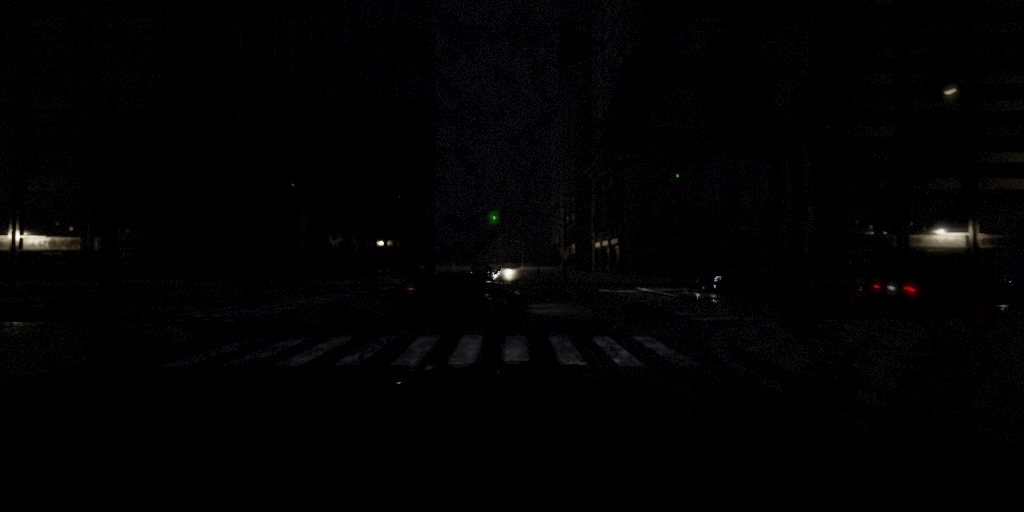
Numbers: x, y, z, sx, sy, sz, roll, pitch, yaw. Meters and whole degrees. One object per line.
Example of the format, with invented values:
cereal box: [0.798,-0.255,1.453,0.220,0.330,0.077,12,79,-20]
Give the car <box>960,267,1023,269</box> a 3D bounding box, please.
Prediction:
car: [30.175,1.370,21.061,5.008,1.535,1.882,0,-1,0]

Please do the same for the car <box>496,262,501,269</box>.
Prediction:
car: [-3.148,1.622,52.077,2.150,2.045,5.566,0,-1,0]

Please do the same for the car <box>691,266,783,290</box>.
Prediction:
car: [15.077,1.483,24.272,4.902,1.511,2.128,0,-1,0]

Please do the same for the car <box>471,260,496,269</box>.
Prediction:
car: [-3.100,1.545,36.775,2.097,1.767,4.553,0,-1,0]

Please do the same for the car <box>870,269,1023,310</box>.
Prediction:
car: [17.772,1.347,14.431,5.357,1.411,2.033,0,-1,0]

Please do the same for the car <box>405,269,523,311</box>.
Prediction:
car: [-1.883,1.387,14.376,4.674,1.442,1.812,0,-1,0]

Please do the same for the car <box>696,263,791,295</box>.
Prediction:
car: [13.450,1.288,20.999,4.553,1.767,2.097,0,-1,-1]
